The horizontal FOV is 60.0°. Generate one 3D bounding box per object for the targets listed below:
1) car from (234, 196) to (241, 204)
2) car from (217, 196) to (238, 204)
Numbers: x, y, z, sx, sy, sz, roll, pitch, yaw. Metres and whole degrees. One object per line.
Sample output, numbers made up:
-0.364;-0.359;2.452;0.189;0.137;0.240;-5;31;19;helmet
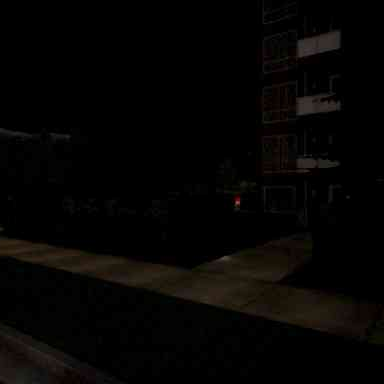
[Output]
9.308;1.388;58.078;1.882;1.535;5.008;0;0;36;car
6.475;1.424;60.133;1.812;1.442;4.674;0;0;36;car
